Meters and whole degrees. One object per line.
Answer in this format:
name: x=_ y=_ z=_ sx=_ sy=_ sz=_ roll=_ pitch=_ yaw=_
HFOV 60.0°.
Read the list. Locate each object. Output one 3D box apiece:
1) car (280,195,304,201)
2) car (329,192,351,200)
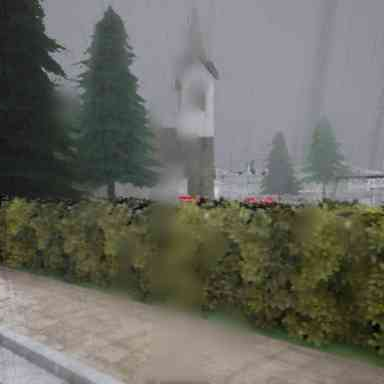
car: x=22.259 y=1.338 z=75.413 sx=4.514 sy=1.523 sz=2.007 roll=0 pitch=0 yaw=35
car: x=37.106 y=1.319 z=83.296 sx=3.633 sy=1.501 sz=1.845 roll=0 pitch=0 yaw=35
